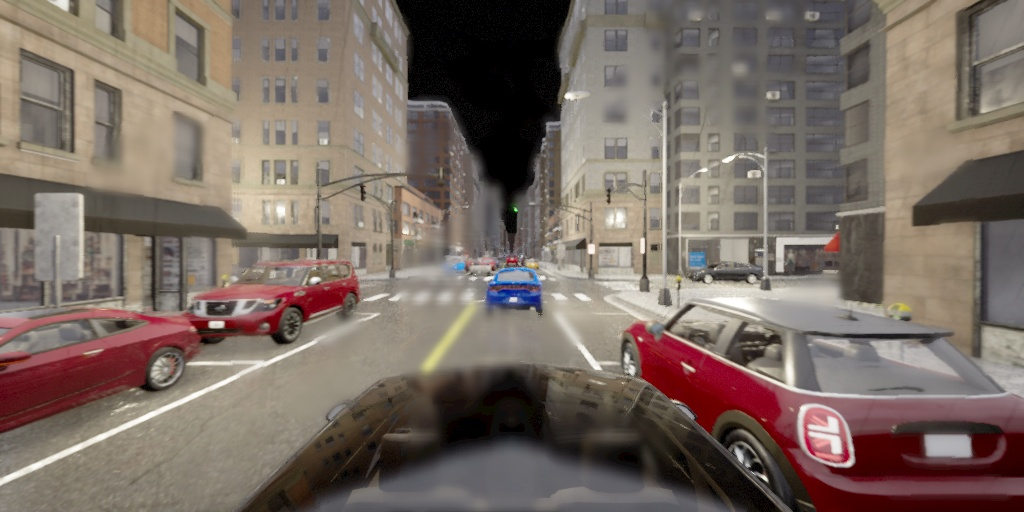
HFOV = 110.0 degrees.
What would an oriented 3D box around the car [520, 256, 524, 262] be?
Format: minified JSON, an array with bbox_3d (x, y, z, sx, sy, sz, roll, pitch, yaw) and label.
[{"bbox_3d":[2.685,1.068,53.389,2.007,1.370,4.403,0,0,0],"label":"car"}]

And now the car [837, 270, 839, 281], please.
[{"bbox_3d":[23.153,1.150,21.580,4.902,1.511,2.128,0,0,-1],"label":"car"}]

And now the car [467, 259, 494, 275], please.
[{"bbox_3d":[-3.069,1.199,35.705,1.895,1.301,4.718,0,0,-1],"label":"car"}]

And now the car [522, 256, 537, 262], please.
[{"bbox_3d":[2.683,1.069,47.965,1.751,1.417,4.829,0,0,0],"label":"car"}]

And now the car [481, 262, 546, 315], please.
[{"bbox_3d":[0.235,1.176,13.456,1.882,1.535,5.008,0,0,4],"label":"car"}]

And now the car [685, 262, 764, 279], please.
[{"bbox_3d":[14.573,1.145,24.752,4.892,1.490,1.837,0,0,1],"label":"car"}]

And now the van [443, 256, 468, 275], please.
[{"bbox_3d":[-5.846,0.935,36.582,1.690,1.789,3.998,0,0,0],"label":"van"}]

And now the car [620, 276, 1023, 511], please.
[{"bbox_3d":[2.670,1.179,4.134,1.967,1.591,4.097,0,0,0],"label":"car"}]

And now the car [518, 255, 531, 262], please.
[{"bbox_3d":[2.689,0.781,64.578,2.192,1.841,5.009,0,0,0],"label":"car"}]

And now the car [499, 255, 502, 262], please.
[{"bbox_3d":[-2.982,0.861,55.231,2.097,1.767,4.553,0,0,0],"label":"car"}]

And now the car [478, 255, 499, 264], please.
[{"bbox_3d":[-3.066,1.033,45.057,1.882,1.535,5.008,0,0,0],"label":"car"}]

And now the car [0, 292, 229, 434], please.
[{"bbox_3d":[-5.857,1.321,4.111,1.802,1.307,4.207,0,0,0],"label":"car"}]

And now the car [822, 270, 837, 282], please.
[{"bbox_3d":[24.496,1.243,24.809,4.718,1.301,1.895,0,0,-1],"label":"car"}]

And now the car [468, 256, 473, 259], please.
[{"bbox_3d":[-5.845,0.883,42.178,2.192,1.841,5.009,0,0,0],"label":"car"}]

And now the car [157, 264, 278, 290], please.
[{"bbox_3d":[-17.336,1.220,21.332,5.357,1.411,2.033,0,0,-4],"label":"car"}]

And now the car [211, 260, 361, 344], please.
[{"bbox_3d":[-5.855,1.030,9.635,2.192,1.841,5.009,0,0,0],"label":"car"}]
